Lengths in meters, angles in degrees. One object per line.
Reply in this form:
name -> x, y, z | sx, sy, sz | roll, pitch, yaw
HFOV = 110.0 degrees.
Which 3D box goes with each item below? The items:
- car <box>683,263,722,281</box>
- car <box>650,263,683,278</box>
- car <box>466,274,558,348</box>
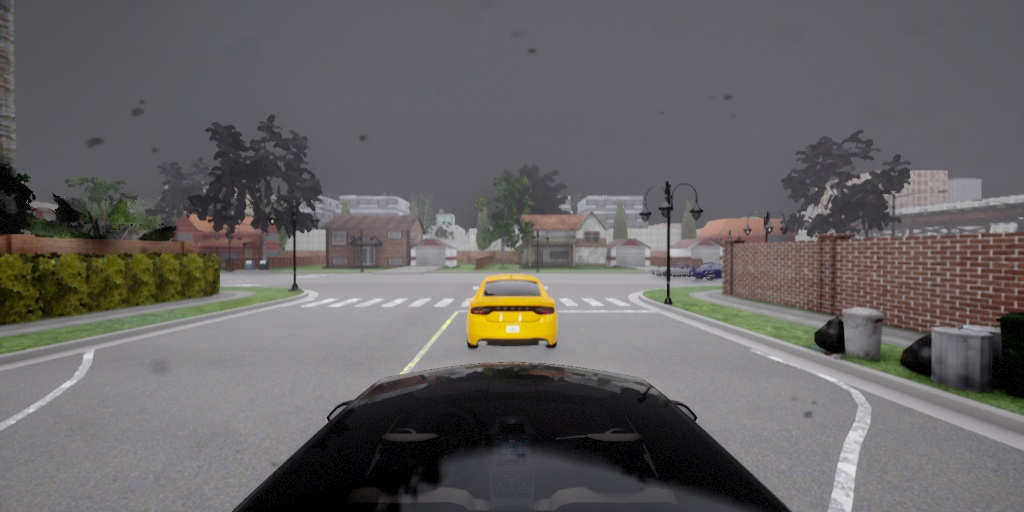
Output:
car -> 16.638, 1.240, 28.593 | 4.674, 1.442, 1.812 | 0, 1, -1
car -> 15.044, 1.281, 32.183 | 4.718, 1.301, 1.895 | 0, 1, -1
car -> -0.027, 1.205, 9.163 | 1.882, 1.535, 5.008 | 0, 0, -1
